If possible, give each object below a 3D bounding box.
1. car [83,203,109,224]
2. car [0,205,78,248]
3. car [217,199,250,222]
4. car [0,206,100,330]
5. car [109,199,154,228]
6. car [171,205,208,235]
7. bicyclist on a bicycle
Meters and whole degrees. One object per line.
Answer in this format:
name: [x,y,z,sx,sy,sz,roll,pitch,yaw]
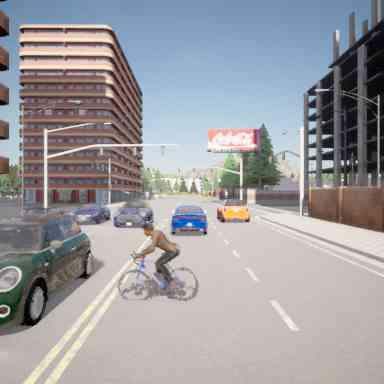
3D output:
car: [-7.332,1.526,24.757,1.812,1.442,4.674,0,0,-1]
car: [-7.286,1.492,15.793,2.128,1.511,4.902,0,0,-1]
car: [3.151,1.352,26.071,2.097,1.767,4.553,0,0,-1]
car: [-3.684,1.352,7.049,2.097,1.767,4.553,0,0,-1]
car: [-3.827,1.351,22.374,2.097,1.767,4.553,0,0,0]
car: [-0.152,1.478,18.942,1.882,1.535,5.008,0,0,-1]
bicyclist on a bicycle: [-0.717,1.455,6.847,1.656,1.620,0.582,-2,0,-1]
